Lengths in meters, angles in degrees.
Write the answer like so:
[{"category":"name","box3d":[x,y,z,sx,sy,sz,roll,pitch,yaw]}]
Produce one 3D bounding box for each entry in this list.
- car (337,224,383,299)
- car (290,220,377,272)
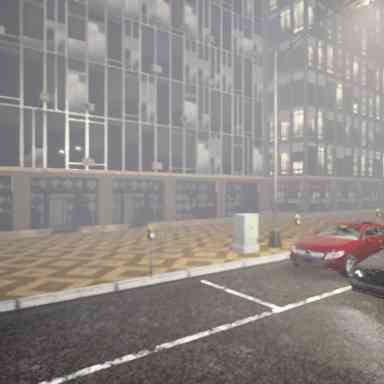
[{"category":"car","box3d":[5.774,1.504,7.497,5.357,1.411,2.033,0,0,-35]},{"category":"car","box3d":[4.735,1.536,9.934,4.206,1.307,1.802,0,0,-36]}]
